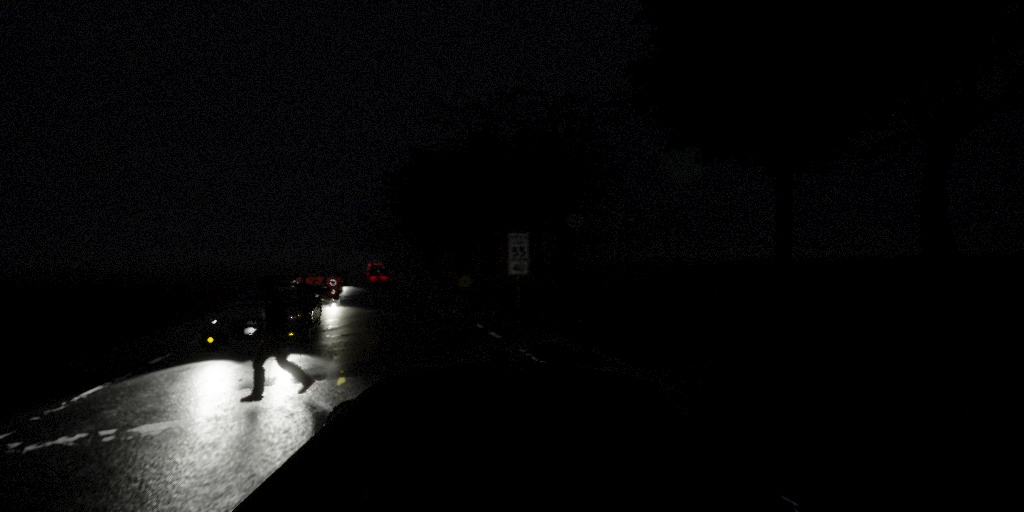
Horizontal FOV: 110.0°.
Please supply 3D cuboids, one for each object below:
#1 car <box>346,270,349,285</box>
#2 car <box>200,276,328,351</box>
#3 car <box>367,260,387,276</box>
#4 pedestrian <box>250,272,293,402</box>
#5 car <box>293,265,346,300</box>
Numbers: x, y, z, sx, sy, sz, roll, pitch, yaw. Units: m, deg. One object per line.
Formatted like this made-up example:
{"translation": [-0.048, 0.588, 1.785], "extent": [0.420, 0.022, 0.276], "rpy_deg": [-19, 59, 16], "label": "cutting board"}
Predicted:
{"translation": [-13.746, 1.527, 27.710], "extent": [1.994, 1.385, 4.181], "rpy_deg": [0, 0, -21], "label": "car"}
{"translation": [-6.241, 1.414, 9.428], "extent": [1.994, 1.385, 4.181], "rpy_deg": [0, -1, -22], "label": "car"}
{"translation": [-15.424, 1.481, 41.308], "extent": [2.128, 1.511, 4.902], "rpy_deg": [0, 0, -22], "label": "car"}
{"translation": [-3.418, 1.097, 5.103], "extent": [0.375, 1.860, 0.375], "rpy_deg": [-1, 1, -22], "label": "pedestrian"}
{"translation": [-10.011, 1.274, 18.585], "extent": [2.097, 1.767, 4.553], "rpy_deg": [0, 0, -22], "label": "car"}
